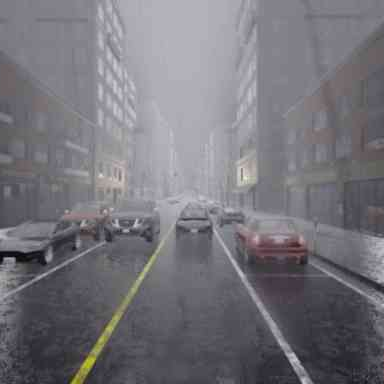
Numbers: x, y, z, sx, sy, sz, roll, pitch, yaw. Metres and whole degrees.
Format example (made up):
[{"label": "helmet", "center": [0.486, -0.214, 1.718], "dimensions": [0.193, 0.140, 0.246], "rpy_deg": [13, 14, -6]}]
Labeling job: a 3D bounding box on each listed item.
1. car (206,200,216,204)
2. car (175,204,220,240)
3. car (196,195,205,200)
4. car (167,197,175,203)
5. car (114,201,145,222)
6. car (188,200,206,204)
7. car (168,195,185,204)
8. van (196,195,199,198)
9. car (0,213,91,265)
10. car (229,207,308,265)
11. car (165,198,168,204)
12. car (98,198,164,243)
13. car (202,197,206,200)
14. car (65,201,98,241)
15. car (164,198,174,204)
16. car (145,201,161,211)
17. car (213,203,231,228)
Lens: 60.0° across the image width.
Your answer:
[{"label": "car", "center": [2.659, 1.801, 34.715], "dimensions": [1.947, 1.339, 4.313], "rpy_deg": [0, 0, 0]}, {"label": "car", "center": [0.111, 1.612, 17.814], "dimensions": [2.128, 1.511, 4.902], "rpy_deg": [0, 0, 0]}, {"label": "car", "center": [2.692, 2.108, 84.040], "dimensions": [2.008, 1.369, 4.403], "rpy_deg": [0, 0, 0]}, {"label": "car", "center": [-5.342, 2.082, 83.874], "dimensions": [1.752, 1.417, 4.829], "rpy_deg": [0, 0, 0]}, {"label": "car", "center": [-5.369, 1.637, 29.036], "dimensions": [1.967, 1.590, 4.097], "rpy_deg": [0, 0, 0]}, {"label": "car", "center": [0.119, 1.795, 34.062], "dimensions": [1.994, 1.385, 4.181], "rpy_deg": [0, 0, 0]}, {"label": "car", "center": [-2.714, 1.542, 57.733], "dimensions": [2.033, 1.411, 5.357], "rpy_deg": [0, 0, 0]}, {"label": "van", "center": [2.697, 1.934, 89.447], "dimensions": [1.690, 1.788, 3.998], "rpy_deg": [0, 0, 0]}, {"label": "car", "center": [-5.380, 1.648, 11.991], "dimensions": [1.947, 1.339, 4.313], "rpy_deg": [0, 0, 0]}, {"label": "car", "center": [2.645, 1.522, 11.991], "dimensions": [1.967, 1.590, 4.097], "rpy_deg": [0, 0, 0]}, {"label": "car", "center": [-5.355, 1.899, 51.762], "dimensions": [2.008, 1.369, 4.403], "rpy_deg": [0, 0, 0]}, {"label": "car", "center": [-2.839, 1.338, 17.088], "dimensions": [2.150, 2.045, 5.566], "rpy_deg": [0, 0, 0]}, {"label": "car", "center": [2.667, 1.837, 46.247], "dimensions": [1.752, 1.417, 4.829], "rpy_deg": [0, 0, 0]}, {"label": "car", "center": [-5.376, 1.435, 17.674], "dimensions": [2.192, 1.841, 5.009], "rpy_deg": [0, 0, 0]}, {"label": "car", "center": [-5.341, 2.073, 78.637], "dimensions": [2.008, 1.369, 4.403], "rpy_deg": [0, 0, 0]}, {"label": "car", "center": [-5.359, 1.893, 46.080], "dimensions": [1.802, 1.307, 4.206], "rpy_deg": [0, 0, 0]}, {"label": "car", "center": [2.652, 1.709, 23.353], "dimensions": [2.008, 1.369, 4.403], "rpy_deg": [0, 0, 0]}]
